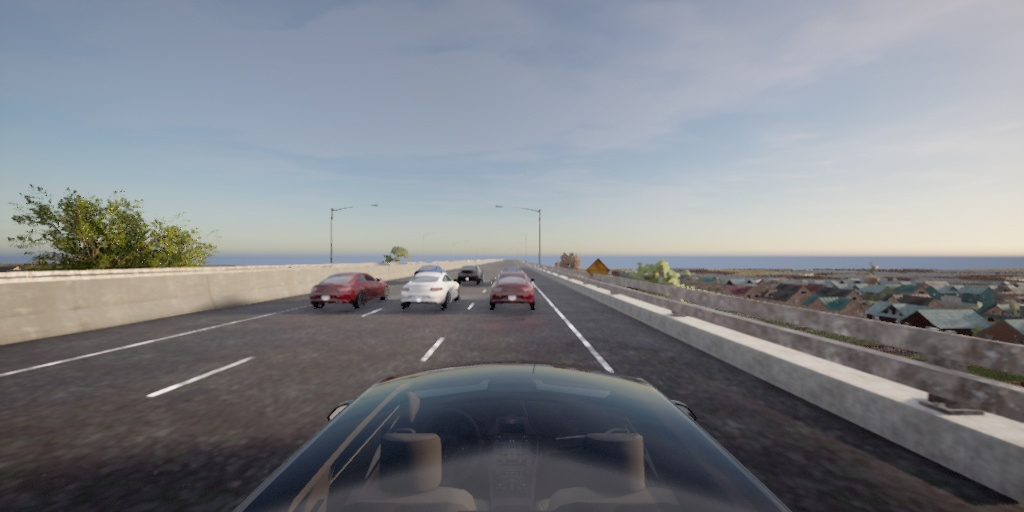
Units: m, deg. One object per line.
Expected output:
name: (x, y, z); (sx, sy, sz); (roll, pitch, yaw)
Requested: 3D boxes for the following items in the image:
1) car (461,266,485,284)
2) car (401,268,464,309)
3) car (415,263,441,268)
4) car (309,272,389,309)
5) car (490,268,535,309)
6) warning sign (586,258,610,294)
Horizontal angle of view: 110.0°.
car: (-3.467, 1.545, 30.338); (1.837, 1.490, 4.892); (0, 0, 0)
car: (-3.469, 1.418, 15.733); (1.812, 1.442, 4.674); (0, 0, 0)
car: (-6.961, 1.522, 31.076); (1.882, 1.535, 5.008); (0, 0, 0)
car: (-6.970, 1.419, 15.746); (1.812, 1.442, 4.674); (0, 0, 0)
car: (0.031, 1.418, 15.737); (1.812, 1.442, 4.674); (0, 0, 0)
warning sign: (4.557, 1.042, 19.083); (1.300, 1.860, 1.060); (0, 0, 0)
